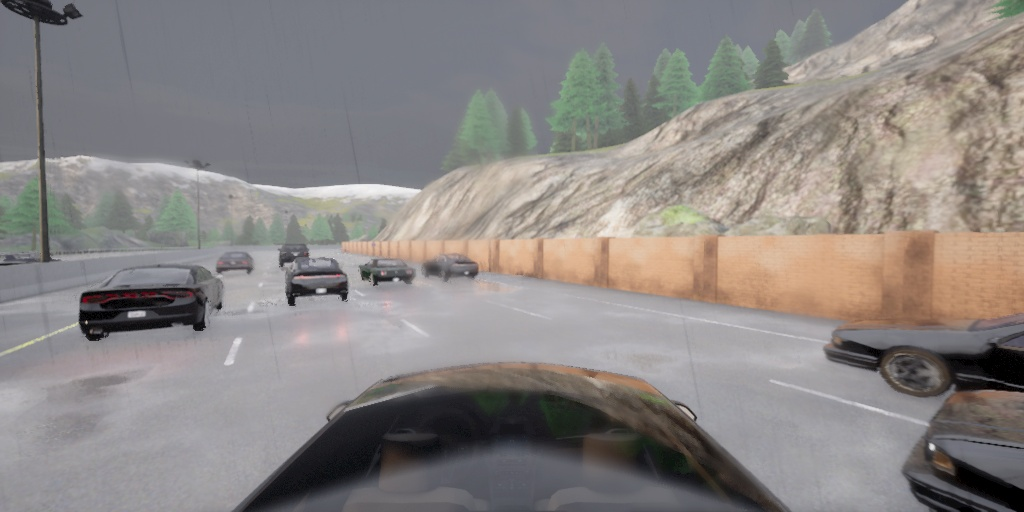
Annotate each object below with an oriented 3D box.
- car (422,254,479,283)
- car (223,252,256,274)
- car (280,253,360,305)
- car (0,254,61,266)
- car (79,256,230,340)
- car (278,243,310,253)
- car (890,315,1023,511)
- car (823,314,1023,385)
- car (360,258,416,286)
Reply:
[{"bbox_3d":[-3.637,0.609,20.505,2.128,1.511,4.902,-1,2,-33],"label":"car"},{"bbox_3d":[-18.718,0.441,24.435,2.033,1.411,5.357,-1,2,-33],"label":"car"},{"bbox_3d":[-7.387,0.814,13.433,2.128,1.511,4.902,-1,2,-33],"label":"car"},{"bbox_3d":[-29.509,0.522,21.438,1.895,1.301,4.718,-1,2,-33],"label":"car"},{"bbox_3d":[-8.807,0.928,9.197,1.882,1.535,5.008,-1,2,-33],"label":"car"},{"bbox_3d":[-18.722,-0.093,30.852,2.150,2.045,5.566,-1,2,-33],"label":"car"},{"bbox_3d":[4.970,1.358,0.820,2.033,1.411,5.357,-1,2,-33],"label":"car"},{"bbox_3d":[7.112,1.270,3.961,2.033,1.411,5.357,-1,2,-33],"label":"car"},{"bbox_3d":[-6.649,0.757,18.721,1.895,1.301,4.718,-1,2,-33],"label":"car"}]
